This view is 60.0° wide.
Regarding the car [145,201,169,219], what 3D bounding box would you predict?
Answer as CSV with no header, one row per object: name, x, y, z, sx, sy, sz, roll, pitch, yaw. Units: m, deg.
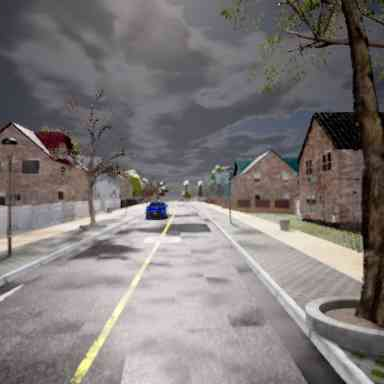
car,-3.221,1.621,31.114,1.882,1.535,5.008,0,-1,-1
